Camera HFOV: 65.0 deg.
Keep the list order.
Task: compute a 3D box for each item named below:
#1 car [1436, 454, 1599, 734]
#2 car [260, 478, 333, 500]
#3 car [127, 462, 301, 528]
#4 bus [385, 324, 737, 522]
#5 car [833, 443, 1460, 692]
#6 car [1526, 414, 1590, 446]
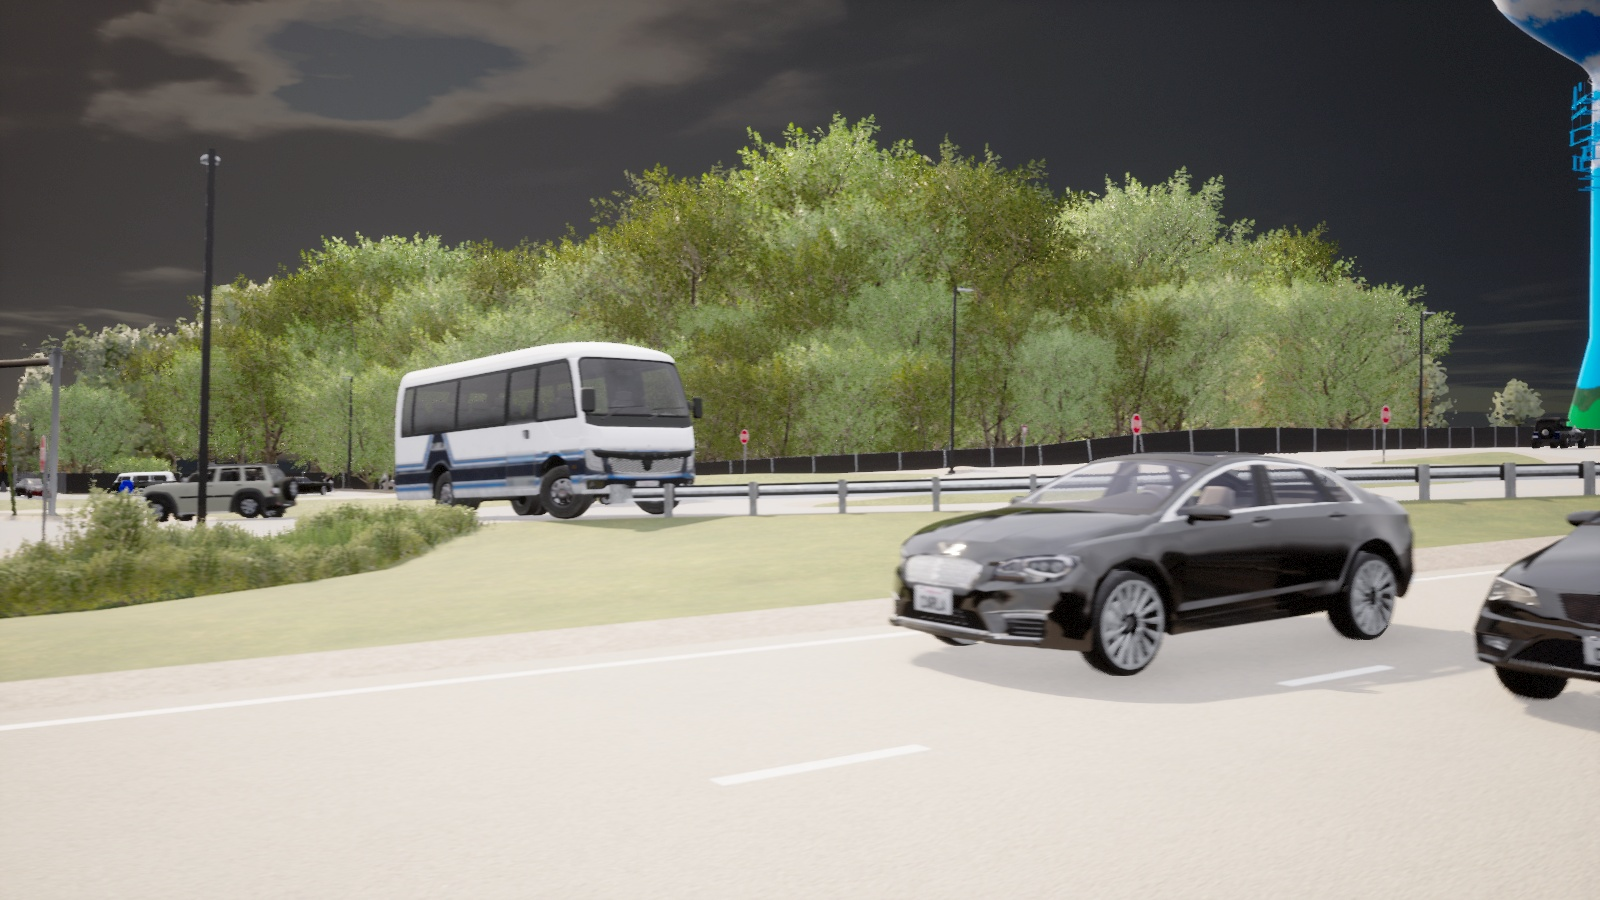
[{"bbox_3d":[5.966,0.765,7.810,4.193,1.474,1.816,0,0,-35],"label":"car"},{"bbox_3d":[-33.230,2.547,83.034,1.895,1.301,4.718,0,0,18],"label":"car"},{"bbox_3d":[-18.526,1.444,39.822,4.605,1.855,1.932,-2,-4,0],"label":"car"},{"bbox_3d":[-6.495,-0.377,32.318,3.944,4.253,10.273,0,-3,-43],"label":"bus"},{"bbox_3d":[2.870,0.717,9.921,4.902,1.511,2.128,0,0,-35],"label":"car"},{"bbox_3d":[45.465,-1.217,75.266,3.866,1.878,1.905,-1,1,-36],"label":"car"}]
